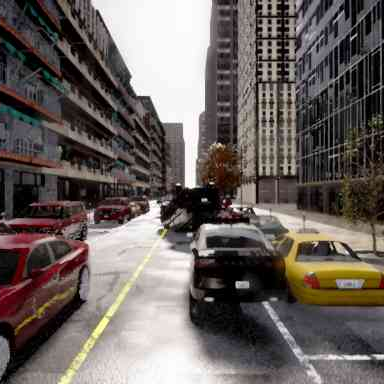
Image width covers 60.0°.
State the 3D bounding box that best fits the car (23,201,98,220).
[{"bbox_3d":[-5.714,1.320,13.436,2.192,1.841,5.009,0,0,0],"label":"car"}]

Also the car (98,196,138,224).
[{"bbox_3d":[-5.739,1.327,24.762,2.192,1.841,5.009,0,0,0],"label":"car"}]

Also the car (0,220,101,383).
[{"bbox_3d":[-3.115,1.478,5.332,1.882,1.535,5.008,0,0,0],"label":"car"}]

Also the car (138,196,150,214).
[{"bbox_3d":[-5.766,1.342,36.090,2.192,1.841,5.009,0,0,0],"label":"car"}]

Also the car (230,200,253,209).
[{"bbox_3d":[2.652,1.448,19.118,1.967,1.590,4.097,0,0,0],"label":"car"}]

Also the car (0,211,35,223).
[{"bbox_3d":[-5.702,1.442,7.772,1.967,1.590,4.097,0,0,0],"label":"car"}]

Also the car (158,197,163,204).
[{"bbox_3d":[-3.201,1.649,46.617,1.895,1.301,4.718,0,0,0],"label":"car"}]

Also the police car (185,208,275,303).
[{"bbox_3d":[0.881,1.427,8.426,1.930,1.638,5.238,0,0,0],"label":"police car"}]

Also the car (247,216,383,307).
[{"bbox_3d":[2.677,1.527,7.961,1.752,1.417,4.829,0,0,0],"label":"car"}]

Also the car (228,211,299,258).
[{"bbox_3d":[2.664,1.570,13.455,1.947,1.339,4.313,0,0,0],"label":"car"}]

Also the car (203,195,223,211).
[{"bbox_3d":[2.601,1.353,41.770,2.192,1.841,5.009,0,0,0],"label":"car"}]

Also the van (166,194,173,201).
[{"bbox_3d":[-5.882,1.525,87.059,1.690,1.788,3.998,0,0,0],"label":"van"}]

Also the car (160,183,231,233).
[{"bbox_3d":[-0.192,1.205,18.368,2.150,2.045,5.566,-2,-19,-19],"label":"car"}]

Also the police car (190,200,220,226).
[{"bbox_3d":[0.845,1.437,24.425,1.930,1.638,5.238,0,0,0],"label":"police car"}]

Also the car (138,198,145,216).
[{"bbox_3d":[-5.753,1.544,30.256,1.752,1.417,4.829,0,0,0],"label":"car"}]

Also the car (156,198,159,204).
[{"bbox_3d":[-5.831,1.667,64.405,1.947,1.339,4.313,0,0,0],"label":"car"}]

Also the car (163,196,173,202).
[{"bbox_3d":[-5.869,1.725,81.394,1.947,1.339,4.313,0,0,0],"label":"car"}]
